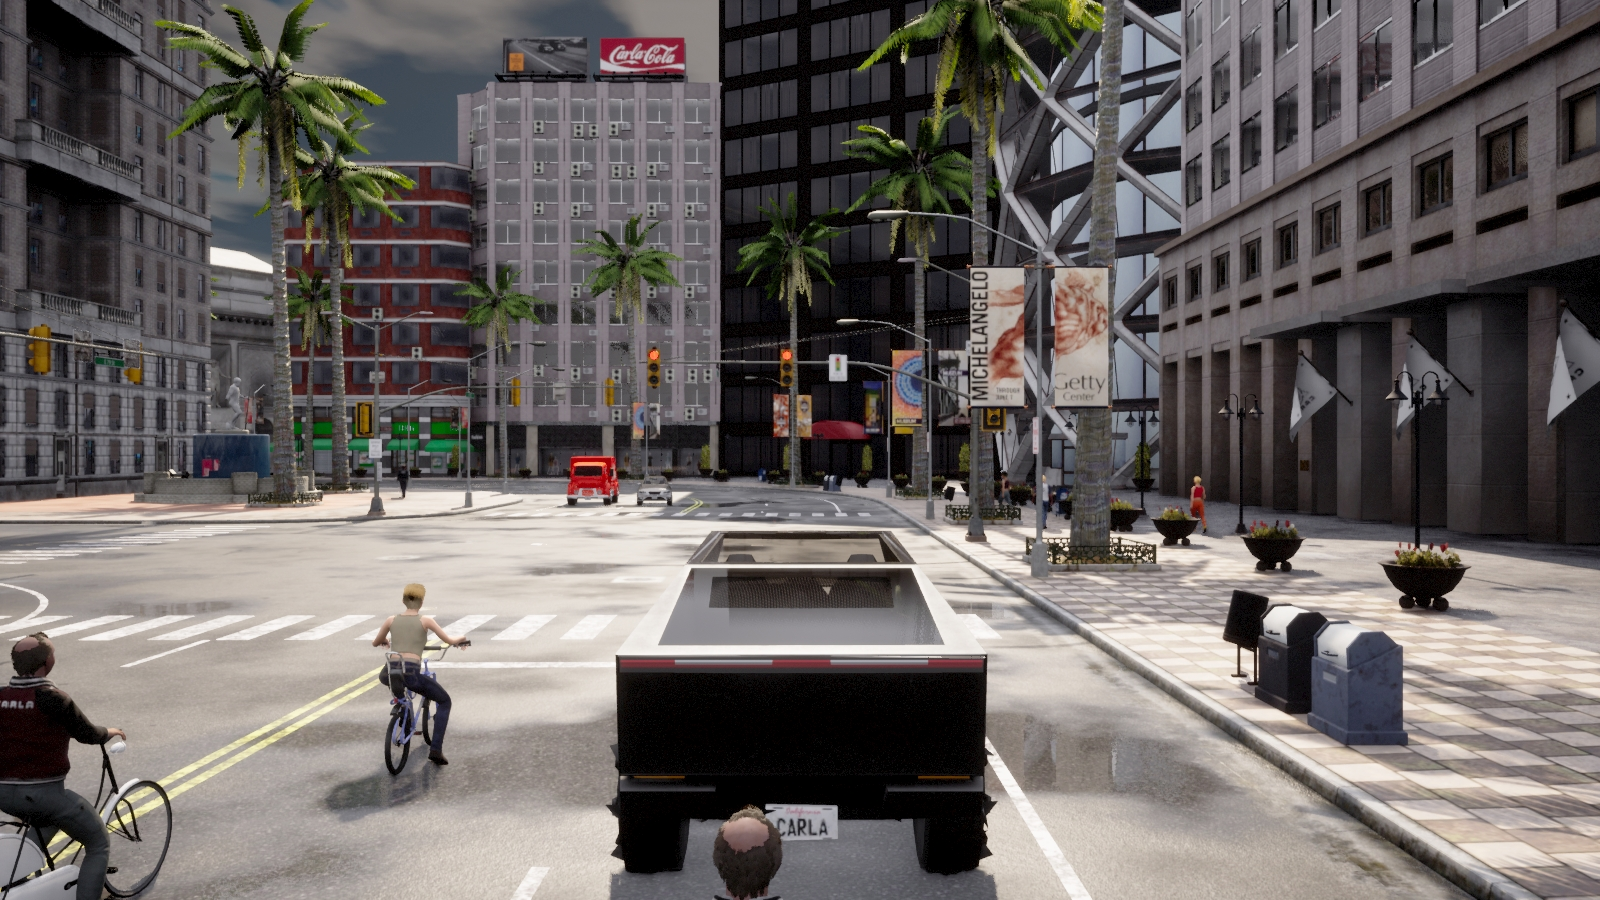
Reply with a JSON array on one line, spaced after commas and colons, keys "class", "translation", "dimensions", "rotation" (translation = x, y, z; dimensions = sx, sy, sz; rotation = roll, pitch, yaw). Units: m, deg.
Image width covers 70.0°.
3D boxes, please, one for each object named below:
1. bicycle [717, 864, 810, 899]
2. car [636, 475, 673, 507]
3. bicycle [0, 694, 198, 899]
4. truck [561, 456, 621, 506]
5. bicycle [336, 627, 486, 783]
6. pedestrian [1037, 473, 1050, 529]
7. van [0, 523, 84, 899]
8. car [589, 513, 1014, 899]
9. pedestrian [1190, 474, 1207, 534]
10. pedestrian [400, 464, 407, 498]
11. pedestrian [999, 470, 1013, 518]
[{"class": "bicycle", "translation": [-0.147, 2.210, 3.549], "dimensions": [0.329, 1.171, 1.835], "rotation": [0, 0, 1]}, {"class": "car", "translation": [-7.460, 2.066, 58.811], "dimensions": [1.816, 1.474, 4.193], "rotation": [0, 0, -7]}, {"class": "bicycle", "translation": [-4.243, 2.210, 6.662], "dimensions": [0.329, 1.171, 1.835], "rotation": [0, 0, 6]}, {"class": "truck", "translation": [-10.821, 1.568, 59.475], "dimensions": [2.627, 2.467, 5.204], "rotation": [0, 0, -5]}, {"class": "bicycle", "translation": [-3.473, 2.256, 10.347], "dimensions": [0.859, 1.080, 1.487], "rotation": [0, 0, 0]}, {"class": "pedestrian", "translation": [8.135, 1.694, 38.162], "dimensions": [0.375, 1.860, 0.375], "rotation": [0, 0, 7]}, {"class": "van", "translation": [-3.501, 1.534, 1.043], "dimensions": [1.988, 2.561, 5.915], "rotation": [0, 0, 0]}, {"class": "car", "translation": [0.011, 1.753, 9.550], "dimensions": [2.390, 2.098, 6.274], "rotation": [0, 0, 0]}, {"class": "pedestrian", "translation": [12.620, 1.704, 36.171], "dimensions": [0.375, 1.860, 0.375], "rotation": [0, 0, -3]}, {"class": "pedestrian", "translation": [-21.884, 1.696, 63.039], "dimensions": [0.375, 1.860, 0.375], "rotation": [0, 0, -20]}, {"class": "pedestrian", "translation": [7.982, 1.698, 44.203], "dimensions": [0.375, 1.860, 0.375], "rotation": [0, 0, -35]}]
